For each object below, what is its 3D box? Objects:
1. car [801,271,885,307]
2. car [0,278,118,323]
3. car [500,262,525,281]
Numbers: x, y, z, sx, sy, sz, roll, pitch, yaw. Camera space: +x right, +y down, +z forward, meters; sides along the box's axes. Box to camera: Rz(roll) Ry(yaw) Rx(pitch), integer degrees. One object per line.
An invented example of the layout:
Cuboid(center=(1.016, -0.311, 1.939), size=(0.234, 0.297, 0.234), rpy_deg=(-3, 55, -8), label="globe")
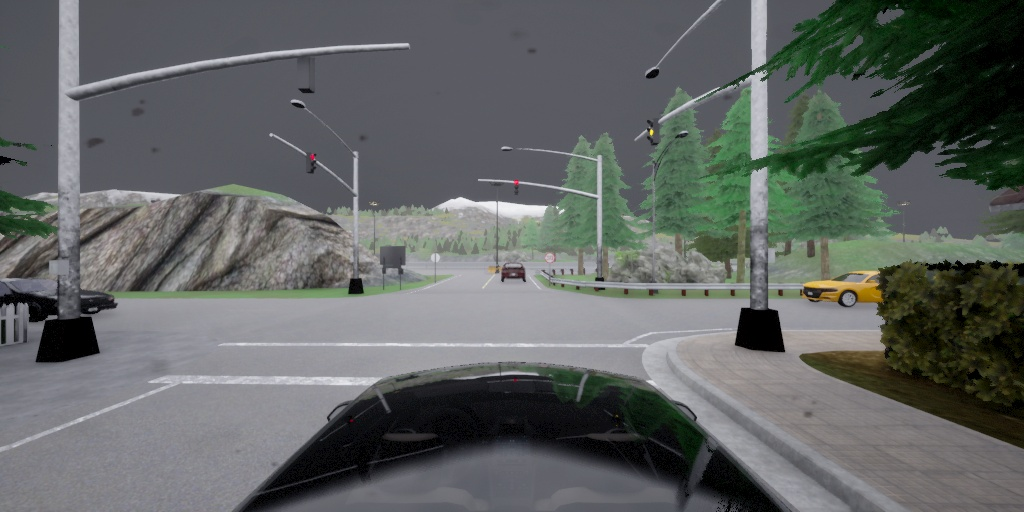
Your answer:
Cuboid(center=(15.952, 1.419, 16.162), size=(5.008, 1.535, 1.882), rpy_deg=(0, 0, 0), label="car")
Cuboid(center=(-17.386, 1.489, 12.617), size=(5.357, 1.411, 2.033), rpy_deg=(0, 0, 0), label="car")
Cuboid(center=(0.078, 1.227, 29.681), size=(1.882, 1.535, 5.008), rpy_deg=(0, 0, -1), label="car")
